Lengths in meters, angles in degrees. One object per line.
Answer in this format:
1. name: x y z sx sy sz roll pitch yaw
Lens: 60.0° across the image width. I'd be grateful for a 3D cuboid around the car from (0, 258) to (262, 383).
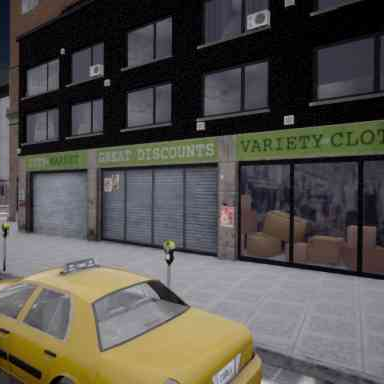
1. car: -1.579 1.524 4.217 4.829 1.417 1.752 0 1 35
